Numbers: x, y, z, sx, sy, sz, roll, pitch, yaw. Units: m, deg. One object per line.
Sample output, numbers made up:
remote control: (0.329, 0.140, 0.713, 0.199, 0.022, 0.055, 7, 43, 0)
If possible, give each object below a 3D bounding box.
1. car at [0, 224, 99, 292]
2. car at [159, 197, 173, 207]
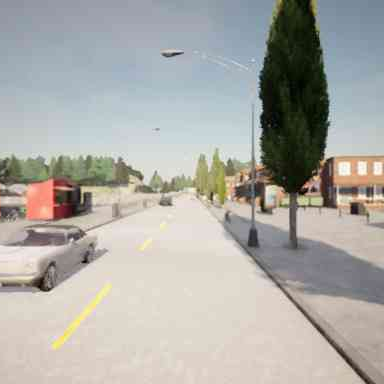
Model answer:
car: (-4.102, 1.605, 9.108, 1.895, 1.301, 4.718, 0, 0, 0)
car: (-4.069, 1.498, 52.438, 1.882, 1.535, 5.008, 0, 0, 0)
